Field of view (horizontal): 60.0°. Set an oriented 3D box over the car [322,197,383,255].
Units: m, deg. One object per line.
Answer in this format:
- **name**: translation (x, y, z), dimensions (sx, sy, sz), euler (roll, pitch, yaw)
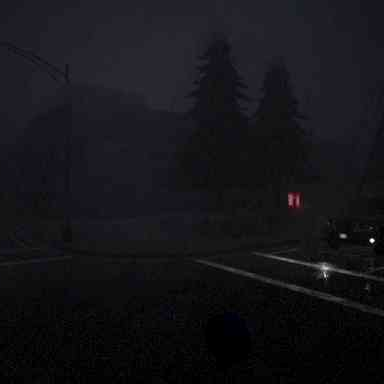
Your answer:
- **car**: translation (7.713, 1.248, 13.737), dimensions (5.566, 2.045, 2.150), euler (0, 0, -37)
